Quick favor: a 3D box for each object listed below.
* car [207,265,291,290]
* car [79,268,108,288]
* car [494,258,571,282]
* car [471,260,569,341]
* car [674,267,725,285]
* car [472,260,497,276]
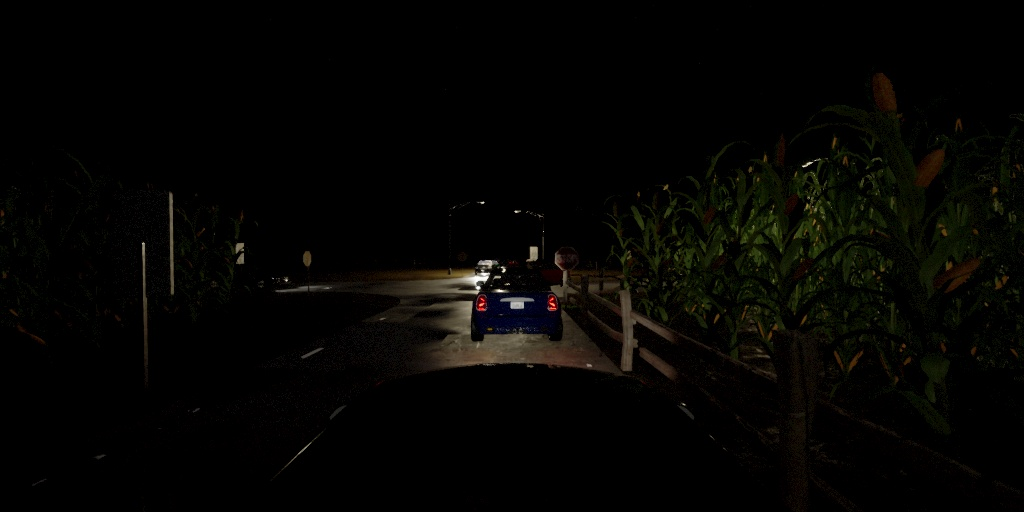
[{"bbox_3d":[-16.557,1.291,22.488,4.892,1.490,1.837,0,1,0],"label":"car"},{"bbox_3d":[-26.327,1.375,22.522,4.181,1.385,1.994,0,1,1],"label":"car"},{"bbox_3d":[1.419,1.106,22.015,4.553,1.767,2.097,0,0,-36],"label":"car"},{"bbox_3d":[0.059,1.099,9.993,2.097,1.767,4.553,0,0,-2],"label":"car"},{"bbox_3d":[14.100,1.187,25.401,5.008,1.535,1.882,0,1,0],"label":"car"},{"bbox_3d":[-2.810,1.214,38.158,2.128,1.511,4.902,0,0,2],"label":"car"}]
